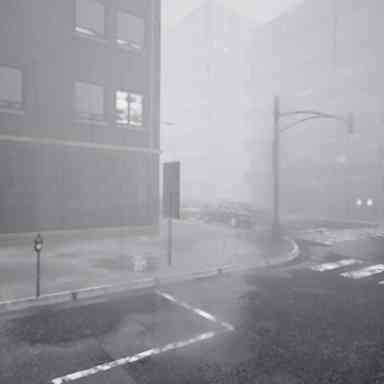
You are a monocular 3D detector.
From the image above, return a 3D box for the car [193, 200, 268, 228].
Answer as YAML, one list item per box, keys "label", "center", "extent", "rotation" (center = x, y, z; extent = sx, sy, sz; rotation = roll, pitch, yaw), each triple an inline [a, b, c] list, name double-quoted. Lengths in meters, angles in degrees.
- label: "car"
  center: [2.362, 1.463, 21.414]
  extent: [2.008, 1.369, 4.403]
  rotation: [2, 0, -36]

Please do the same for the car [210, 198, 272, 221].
- label: "car"
  center: [3.574, 1.421, 24.134]
  extent: [1.837, 1.490, 4.892]
  rotation: [1, 0, -36]

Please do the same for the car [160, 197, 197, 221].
- label: "car"
  center: [-0.811, 1.362, 25.780]
  extent: [1.752, 1.417, 4.829]
  rotation: [2, 0, -36]

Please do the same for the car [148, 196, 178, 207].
- label: "car"
  center: [-3.935, 1.234, 44.328]
  extent: [2.008, 1.369, 4.403]
  rotation: [2, 0, -36]
